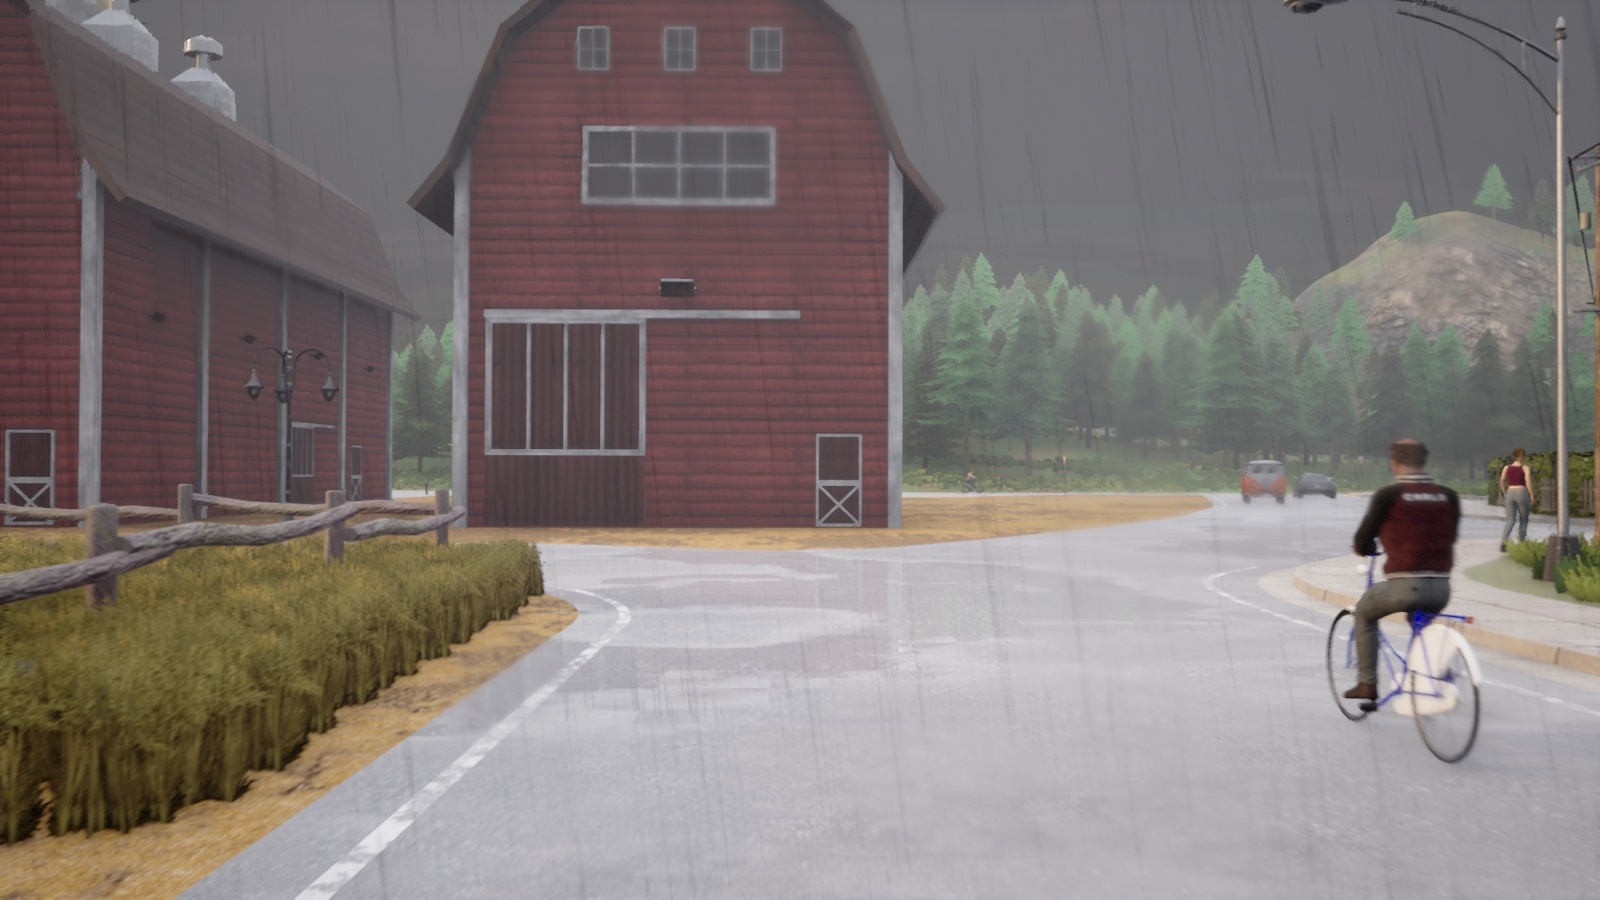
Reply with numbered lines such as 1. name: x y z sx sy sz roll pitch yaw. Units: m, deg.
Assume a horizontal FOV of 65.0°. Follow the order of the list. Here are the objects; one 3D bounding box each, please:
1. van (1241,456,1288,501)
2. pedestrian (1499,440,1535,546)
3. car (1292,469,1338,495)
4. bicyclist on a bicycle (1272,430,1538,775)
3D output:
1. van: 21.329 1.290 57.797 1.775 1.987 4.442 -1 -1 17
2. pedestrian: 12.565 0.746 22.002 0.594 1.836 0.345 1 -1 -41
3. car: 28.208 1.721 68.906 1.994 1.385 4.181 -1 -1 17
4. bicyclist on a bicycle: 3.472 0.798 7.413 0.659 1.776 1.843 0 -1 0
